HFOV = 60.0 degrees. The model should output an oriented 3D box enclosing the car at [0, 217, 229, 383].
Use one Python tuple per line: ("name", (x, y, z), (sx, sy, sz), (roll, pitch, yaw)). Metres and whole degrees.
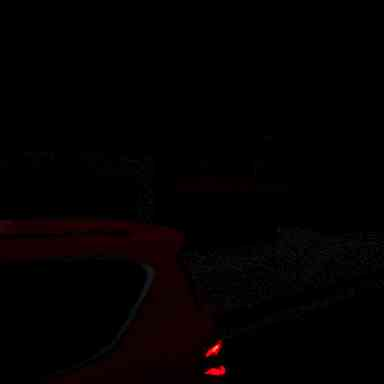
("car", (-2.325, 1.223, 1.415), (5.566, 2.045, 2.150), (0, 0, -35))
